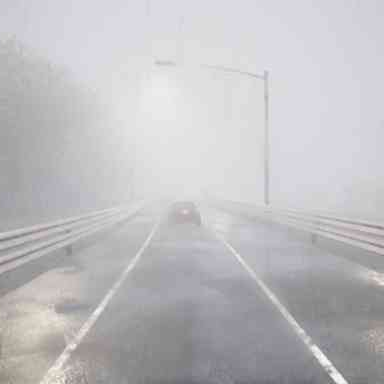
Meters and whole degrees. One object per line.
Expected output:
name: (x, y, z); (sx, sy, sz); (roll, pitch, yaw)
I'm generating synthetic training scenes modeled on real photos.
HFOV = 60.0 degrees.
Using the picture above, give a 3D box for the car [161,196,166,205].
car: (-4.202, 1.486, 56.535); (1.837, 1.490, 4.892); (0, 0, -9)

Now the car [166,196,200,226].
car: (-0.618, 1.360, 23.459); (2.097, 1.767, 4.553); (0, 0, -4)
